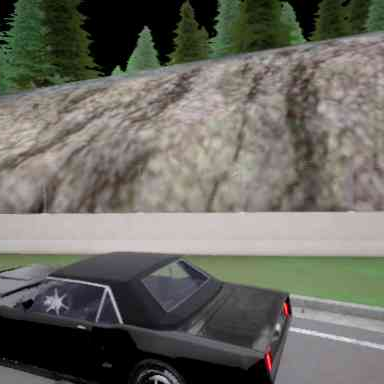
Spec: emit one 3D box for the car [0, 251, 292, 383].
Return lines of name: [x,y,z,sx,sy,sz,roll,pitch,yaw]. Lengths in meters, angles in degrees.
car: [-1.231,1.496,4.331,4.718,1.301,1.895,0,2,22]
